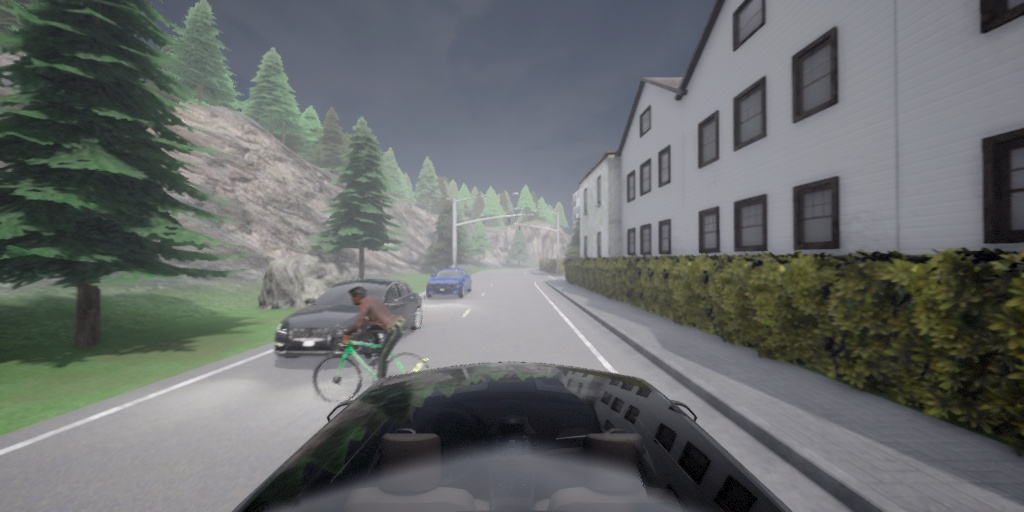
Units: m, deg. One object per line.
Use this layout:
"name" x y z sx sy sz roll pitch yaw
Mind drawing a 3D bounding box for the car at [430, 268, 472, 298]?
"car" -3.433 1.433 20.333 1.882 1.535 5.008 0 -1 1

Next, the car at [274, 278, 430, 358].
"car" -3.562 1.334 8.748 1.837 1.490 4.892 0 -1 0

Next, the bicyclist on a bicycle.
"bicyclist on a bicycle" -1.962 1.240 4.987 1.656 1.620 0.582 -2 -1 0
